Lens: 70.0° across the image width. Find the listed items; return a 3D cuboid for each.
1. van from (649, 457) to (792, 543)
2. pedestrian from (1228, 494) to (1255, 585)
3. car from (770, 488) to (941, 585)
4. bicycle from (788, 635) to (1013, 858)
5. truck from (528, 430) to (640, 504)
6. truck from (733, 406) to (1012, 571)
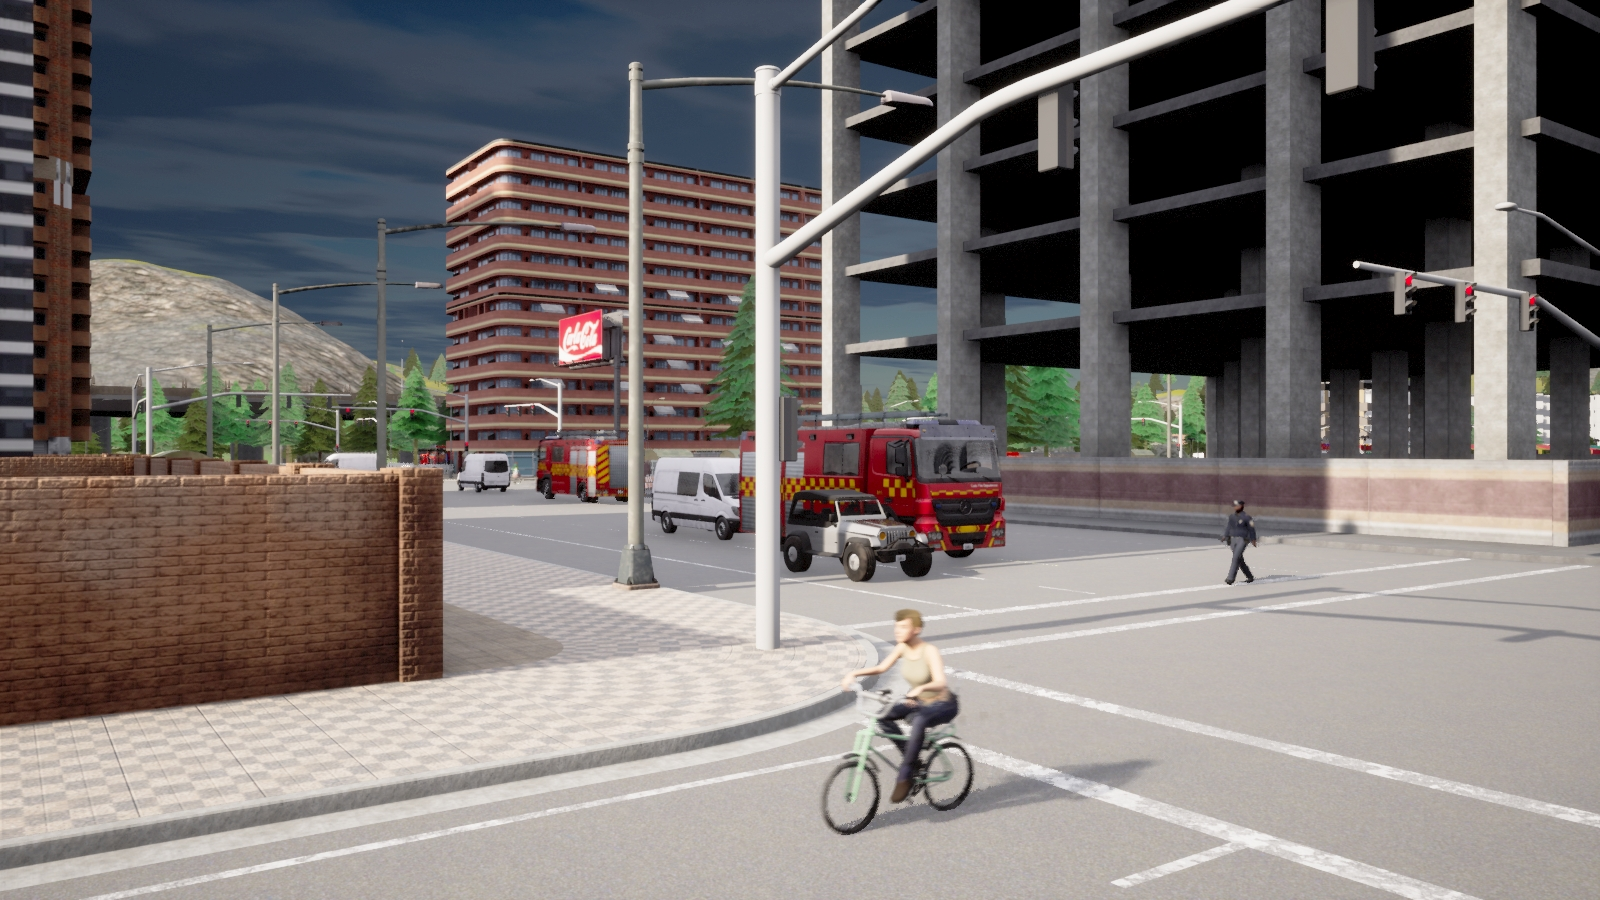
[{"bbox_3d":[-2.744,1.534,37.625,1.988,2.561,5.915,0,0,-34],"label":"van"},{"bbox_3d":[9.148,1.847,23.693,0.375,1.860,0.375,0,0,-37],"label":"pedestrian"},{"bbox_3d":[1.170,1.856,25.789,1.905,1.878,3.866,0,0,-35],"label":"car"},{"bbox_3d":[0.763,2.157,8.610,1.487,1.276,0.859,0,0,-35],"label":"bicycle"},{"bbox_3d":[-12.045,0.889,63.107,2.891,3.827,8.468,0,0,-34],"label":"truck"},{"bbox_3d":[1.624,0.890,30.842,2.891,3.827,8.468,0,0,-35],"label":"truck"}]
